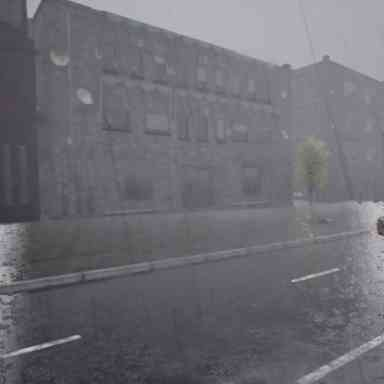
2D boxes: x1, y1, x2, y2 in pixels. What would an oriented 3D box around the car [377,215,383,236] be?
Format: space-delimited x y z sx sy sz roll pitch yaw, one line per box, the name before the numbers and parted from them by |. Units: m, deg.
car | 10.995 1.355 16.408 5.008 1.535 1.882 0 0 -37
